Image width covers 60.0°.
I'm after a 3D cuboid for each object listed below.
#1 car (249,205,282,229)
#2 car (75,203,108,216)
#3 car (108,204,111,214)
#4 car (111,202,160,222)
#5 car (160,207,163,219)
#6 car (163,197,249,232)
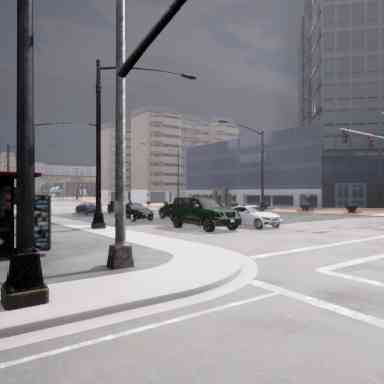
[{"bbox_3d":[3.961,1.635,22.735,1.812,1.442,4.674,0,-1,-35],"label":"car"},{"bbox_3d":[-12.146,1.958,39.006,2.033,1.411,5.357,0,-1,-36],"label":"car"},{"bbox_3d":[-8.650,1.885,40.144,2.128,1.511,4.902,0,-1,-36],"label":"car"},{"bbox_3d":[-5.114,1.741,29.302,1.837,1.490,4.892,0,-1,-36],"label":"car"},{"bbox_3d":[-1.340,1.740,30.122,1.812,1.442,4.674,0,-1,-36],"label":"car"},{"bbox_3d":[0.693,1.335,21.304,2.150,2.045,5.566,0,-1,-36],"label":"car"}]
